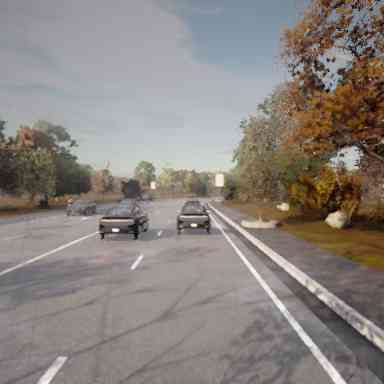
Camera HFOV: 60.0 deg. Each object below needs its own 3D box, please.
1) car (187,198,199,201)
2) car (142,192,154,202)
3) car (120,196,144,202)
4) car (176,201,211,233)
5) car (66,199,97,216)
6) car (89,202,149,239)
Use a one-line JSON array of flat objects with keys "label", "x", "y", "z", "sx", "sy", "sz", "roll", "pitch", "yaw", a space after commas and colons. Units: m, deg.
[{"label": "car", "x": 0.088, "y": 1.501, "z": 41.622, "sx": 1.837, "sy": 1.490, "sz": 4.892, "roll": 0, "pitch": 0, "yaw": 0}, {"label": "car", "x": -9.623, "y": 1.078, "z": 72.749, "sx": 2.150, "sy": 2.045, "sz": 5.566, "roll": 0, "pitch": 0, "yaw": 3}, {"label": "car", "x": -7.100, "y": 1.488, "z": 36.936, "sx": 2.128, "sy": 1.511, "sz": 4.902, "roll": 0, "pitch": 0, "yaw": 0}, {"label": "car", "x": 0.092, "y": 1.490, "z": 19.527, "sx": 2.128, "sy": 1.511, "sz": 4.902, "roll": 0, "pitch": 0, "yaw": 0}, {"label": "car", "x": -10.607, "y": 1.502, "z": 32.225, "sx": 1.837, "sy": 1.490, "sz": 4.892, "roll": 0, "pitch": 0, "yaw": 0}, {"label": "car", "x": -3.406, "y": 1.490, "z": 17.227, "sx": 2.128, "sy": 1.511, "sz": 4.902, "roll": 0, "pitch": 0, "yaw": 0}]
